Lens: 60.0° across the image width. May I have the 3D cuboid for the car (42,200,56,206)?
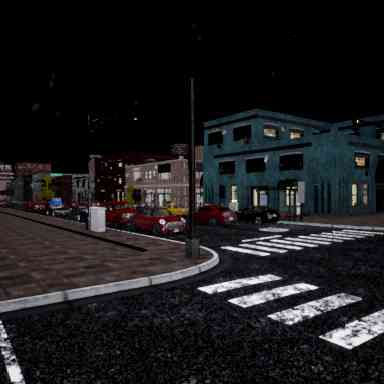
[{"bbox_3d":[-32.362,2.445,75.218,1.887,1.381,4.507,-1,0,-37],"label":"car"}]

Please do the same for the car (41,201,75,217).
[{"bbox_3d":[-15.530,2.054,38.472,2.008,1.369,4.403,-1,0,-37],"label":"car"}]

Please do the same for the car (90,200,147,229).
[{"bbox_3d":[-5.438,1.616,24.843,2.192,1.841,5.009,-1,0,-37],"label":"car"}]

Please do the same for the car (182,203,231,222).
[{"bbox_3d":[1.190,1.754,29.926,1.752,1.417,4.829,-1,0,-37],"label":"car"}]

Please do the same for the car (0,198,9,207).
[{"bbox_3d":[-42.492,2.358,74.790,2.192,1.841,5.009,-1,0,-37],"label":"car"}]

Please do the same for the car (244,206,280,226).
[{"bbox_3d":[4.658,1.725,25.246,1.947,1.339,4.313,-1,0,-37],"label":"car"}]

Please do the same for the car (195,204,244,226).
[{"bbox_3d":[1.414,1.731,25.290,1.812,1.442,4.674,-1,0,-37],"label":"car"}]

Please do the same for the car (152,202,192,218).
[{"bbox_3d":[-2.176,1.821,34.468,1.752,1.417,4.829,-1,0,-37],"label":"car"}]

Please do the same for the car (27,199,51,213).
[{"bbox_3d":[-22.266,1.953,47.558,2.192,1.841,5.009,-1,0,-37],"label":"car"}]

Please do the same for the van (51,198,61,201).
[{"bbox_3d":[-29.002,2.174,70.675,1.690,1.788,3.998,-1,0,-37],"label":"van"}]

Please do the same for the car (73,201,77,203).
[{"bbox_3d":[-22.266,2.280,61.589,1.802,1.307,4.206,-1,0,-37],"label":"car"}]

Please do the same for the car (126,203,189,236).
[{"bbox_3d":[-2.069,1.674,20.301,1.967,1.590,4.097,-1,0,-37],"label":"car"}]

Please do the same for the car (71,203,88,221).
[{"bbox_3d":[-8.798,1.919,29.387,2.008,1.369,4.403,-1,0,-37],"label":"car"}]

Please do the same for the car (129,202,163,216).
[{"bbox_3d":[-5.439,1.912,38.875,2.008,1.369,4.403,-1,0,-37],"label":"car"}]

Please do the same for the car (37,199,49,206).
[{"bbox_3d":[-35.829,2.495,79.898,1.752,1.417,4.829,-1,0,-37],"label":"car"}]

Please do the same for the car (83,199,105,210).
[{"bbox_3d":[-15.538,2.003,52.503,1.967,1.590,4.097,-1,0,-37],"label":"car"}]
